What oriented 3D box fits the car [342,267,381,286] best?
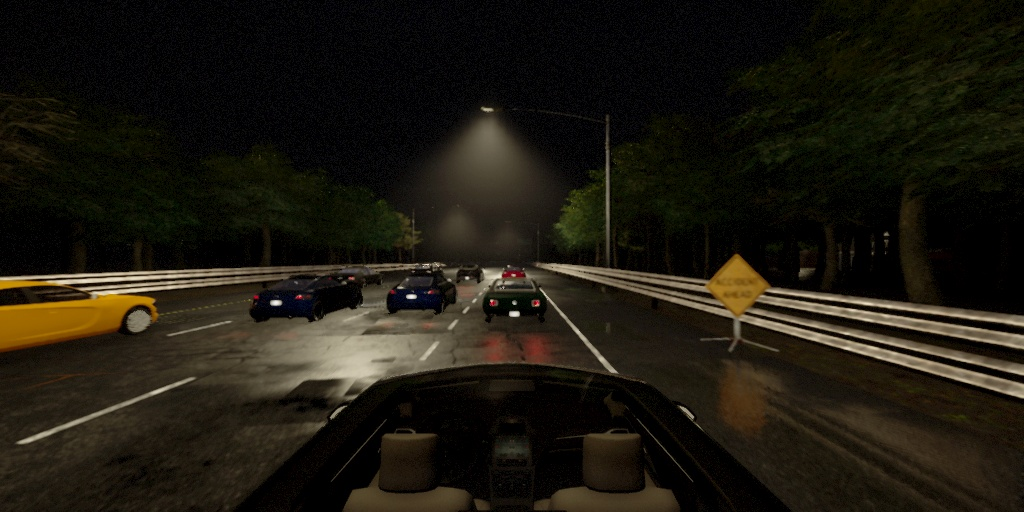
[{"bbox_3d":[-10.402,1.425,24.360,2.033,1.411,5.357,0,0,1],"label":"car"}]

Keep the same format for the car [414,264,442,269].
[{"bbox_3d":[-6.865,1.416,29.300,2.128,1.511,4.902,0,-1,0],"label":"car"}]

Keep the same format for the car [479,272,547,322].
[{"bbox_3d":[0.091,1.395,12.533,1.895,1.301,4.718,0,0,0],"label":"car"}]

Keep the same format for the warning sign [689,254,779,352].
[{"bbox_3d":[4.552,0.884,7.246,1.300,1.860,1.060,0,0,0],"label":"warning sign"}]

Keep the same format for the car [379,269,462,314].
[{"bbox_3d":[-3.402,1.367,14.167,1.994,1.385,4.181,0,0,0],"label":"car"}]

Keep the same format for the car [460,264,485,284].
[{"bbox_3d":[-3.364,1.431,29.436,1.837,1.490,4.892,0,-1,0],"label":"car"}]

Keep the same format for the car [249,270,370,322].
[{"bbox_3d":[-6.911,1.358,12.526,1.994,1.385,4.181,0,0,0],"label":"car"}]

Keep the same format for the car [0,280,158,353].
[{"bbox_3d":[-10.444,1.247,7.525,1.882,1.535,5.008,0,0,1],"label":"car"}]

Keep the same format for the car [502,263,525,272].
[{"bbox_3d":[0.138,1.496,30.013,1.994,1.385,4.181,0,-1,0],"label":"car"}]
